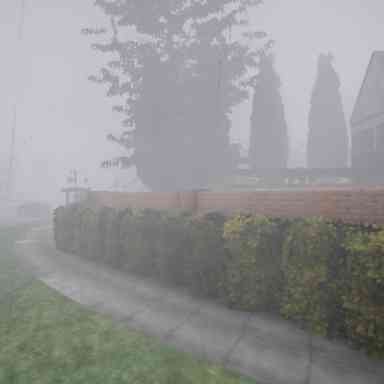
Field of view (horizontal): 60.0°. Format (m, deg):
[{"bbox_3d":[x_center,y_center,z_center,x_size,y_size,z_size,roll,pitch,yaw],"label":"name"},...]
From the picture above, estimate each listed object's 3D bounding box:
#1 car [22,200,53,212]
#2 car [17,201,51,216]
[{"bbox_3d":[-21.441,1.942,46.365,1.882,1.535,5.008,0,-1,1],"label":"car"},{"bbox_3d":[-17.873,1.827,37.822,1.882,1.535,5.008,0,-1,1],"label":"car"}]
